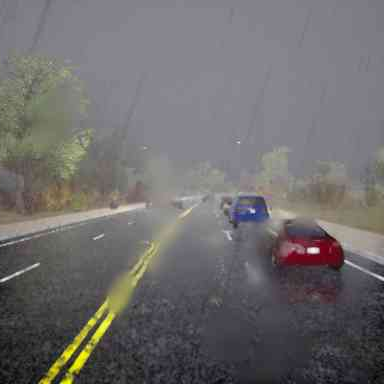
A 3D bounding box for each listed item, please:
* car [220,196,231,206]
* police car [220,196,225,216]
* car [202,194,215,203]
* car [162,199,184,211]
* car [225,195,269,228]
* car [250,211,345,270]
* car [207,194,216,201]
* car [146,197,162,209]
[{"bbox_3d":[5.482,1.445,54.749,1.837,1.490,4.892,0,0,5],"label":"car"},{"bbox_3d":[4.081,1.493,32.943,2.038,1.542,4.974,0,0,3],"label":"police car"},{"bbox_3d":[3.017,1.427,64.928,1.837,1.490,4.892,0,0,6],"label":"car"},{"bbox_3d":[-2.053,1.543,40.999,1.994,1.385,4.181,0,0,4],"label":"car"},{"bbox_3d":[3.635,1.220,22.055,2.150,2.045,5.566,0,0,2],"label":"car"},{"bbox_3d":[3.355,1.567,11.103,1.994,1.385,4.181,0,0,1],"label":"car"},{"bbox_3d":[4.659,1.245,80.322,1.837,1.490,4.892,0,0,7],"label":"car"},{"bbox_3d":[-5.031,1.465,45.343,2.128,1.511,4.902,0,0,4],"label":"car"}]
